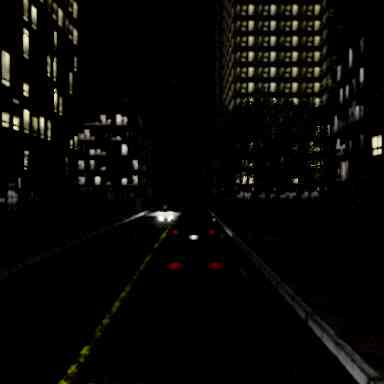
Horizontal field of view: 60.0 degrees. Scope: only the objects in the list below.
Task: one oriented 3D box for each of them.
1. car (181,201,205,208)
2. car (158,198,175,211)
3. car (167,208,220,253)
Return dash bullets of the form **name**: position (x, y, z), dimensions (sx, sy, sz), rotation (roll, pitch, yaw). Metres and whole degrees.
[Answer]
- **car**: position (0.082, 1.519, 28.902), dimensions (1.837, 1.490, 4.892), rotation (0, 0, 0)
- **car**: position (-3.053, 1.519, 40.378), dimensions (2.128, 1.511, 4.902), rotation (0, 0, 0)
- **car**: position (0.074, 1.567, 13.737), dimensions (1.994, 1.385, 4.181), rotation (0, 0, 0)
